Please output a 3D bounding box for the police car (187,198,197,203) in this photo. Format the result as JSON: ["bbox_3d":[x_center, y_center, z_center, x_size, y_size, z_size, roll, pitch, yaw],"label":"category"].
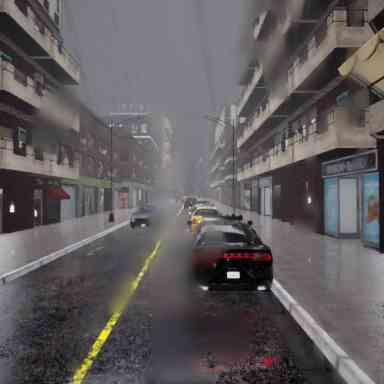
[{"bbox_3d":[0.785,1.485,25.141,1.930,1.638,5.238,0,0,0],"label":"police car"}]

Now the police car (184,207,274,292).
[{"bbox_3d":[0.812,1.437,9.138,1.930,1.638,5.238,0,0,0],"label":"police car"}]

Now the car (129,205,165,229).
[{"bbox_3d":[-2.886,1.597,22.421,2.033,1.411,5.357,0,0,0],"label":"car"}]

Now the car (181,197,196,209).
[{"bbox_3d":[-0.050,1.504,47.599,2.097,1.767,4.553,0,0,0],"label":"car"}]

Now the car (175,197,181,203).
[{"bbox_3d":[-2.875,1.798,76.132,1.812,1.442,4.674,0,0,0],"label":"car"}]

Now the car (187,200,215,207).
[{"bbox_3d":[0.795,1.494,19.221,1.801,1.575,5.366,0,0,0],"label":"car"}]
